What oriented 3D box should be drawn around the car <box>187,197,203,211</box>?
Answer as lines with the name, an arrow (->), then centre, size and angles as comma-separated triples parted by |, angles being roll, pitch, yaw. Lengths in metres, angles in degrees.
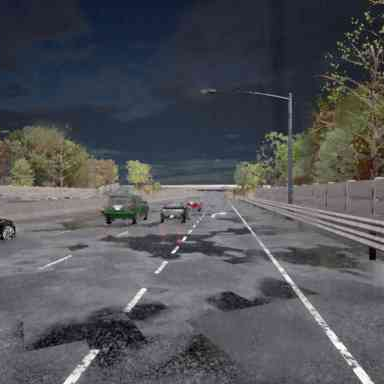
car -> 0.154, 1.357, 40.511 | 2.097, 1.767, 4.553 | 0, 0, 5

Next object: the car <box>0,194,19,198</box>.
car -> -24.352, 1.358, 43.770 | 2.097, 1.767, 4.553 | 0, 0, 5

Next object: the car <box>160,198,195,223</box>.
car -> -1.184, 1.489, 25.390 | 2.128, 1.511, 4.902 | 0, 0, 5

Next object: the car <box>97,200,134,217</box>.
car -> -7.524, 1.549, 33.185 | 2.033, 1.411, 5.357 | 0, 0, 5

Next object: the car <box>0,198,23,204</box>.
car -> -18.405, 1.565, 31.645 | 1.994, 1.385, 4.181 | 0, 0, 5

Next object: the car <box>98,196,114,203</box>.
car -> -18.306, 1.604, 71.132 | 1.994, 1.385, 4.181 | 0, 0, 5

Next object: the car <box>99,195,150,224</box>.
car -> -4.741, 1.220, 24.984 | 2.150, 2.045, 5.566 | 0, 0, 5

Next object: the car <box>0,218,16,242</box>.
car -> -9.267, 1.491, 13.581 | 2.128, 1.511, 4.902 | 0, 0, 5
